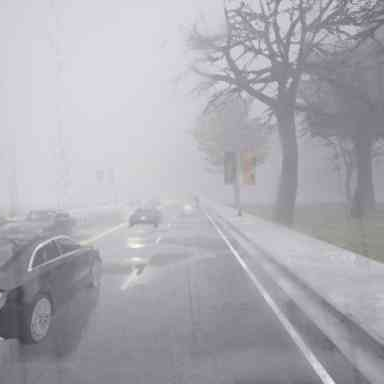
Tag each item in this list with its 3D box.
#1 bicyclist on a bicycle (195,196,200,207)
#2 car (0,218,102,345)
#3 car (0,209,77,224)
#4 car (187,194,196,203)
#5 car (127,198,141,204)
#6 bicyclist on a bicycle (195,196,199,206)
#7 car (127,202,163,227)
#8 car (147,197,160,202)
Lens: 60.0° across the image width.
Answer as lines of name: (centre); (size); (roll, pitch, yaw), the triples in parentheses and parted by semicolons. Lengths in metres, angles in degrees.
bicyclist on a bicycle: (0.890, 1.555, 51.492); (0.659, 1.776, 1.843); (0, 0, 0)
car: (-3.150, 1.512, 6.374); (2.128, 1.511, 4.902); (0, 0, 0)
car: (-6.600, 1.542, 14.739); (2.128, 1.511, 4.902); (0, 0, 0)
car: (-0.006, 1.512, 79.914); (2.150, 2.045, 5.566); (0, 0, 0)
car: (-9.801, 1.683, 56.532); (1.882, 1.535, 5.008); (0, 0, 1)
bicyclist on a bicycle: (0.889, 1.591, 60.495); (0.659, 1.776, 1.843); (0, 0, 0)
car: (-3.152, 1.645, 23.362); (1.994, 1.385, 4.181); (0, 0, 0)
car: (-6.545, 1.710, 56.936); (1.837, 1.490, 4.892); (0, 0, 1)
